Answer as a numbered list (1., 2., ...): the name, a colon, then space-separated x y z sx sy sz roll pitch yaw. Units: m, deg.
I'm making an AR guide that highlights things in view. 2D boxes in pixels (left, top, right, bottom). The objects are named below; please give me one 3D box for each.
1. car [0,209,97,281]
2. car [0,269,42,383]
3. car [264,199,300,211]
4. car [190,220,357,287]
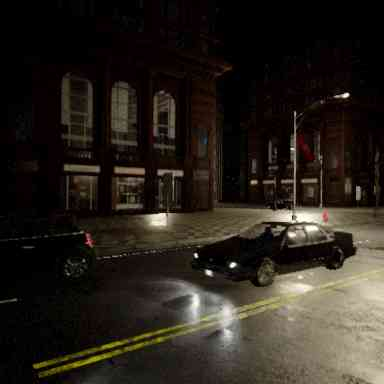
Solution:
1. car: -4.822 1.351 8.228 4.553 1.767 2.097 0 0 -35
2. car: -3.274 1.548 1.119 5.357 1.411 2.033 0 0 -36
3. car: 11.321 1.687 42.128 1.837 1.490 4.892 1 -1 -35
4. car: 2.573 1.548 9.496 5.357 1.411 2.033 0 0 -35
